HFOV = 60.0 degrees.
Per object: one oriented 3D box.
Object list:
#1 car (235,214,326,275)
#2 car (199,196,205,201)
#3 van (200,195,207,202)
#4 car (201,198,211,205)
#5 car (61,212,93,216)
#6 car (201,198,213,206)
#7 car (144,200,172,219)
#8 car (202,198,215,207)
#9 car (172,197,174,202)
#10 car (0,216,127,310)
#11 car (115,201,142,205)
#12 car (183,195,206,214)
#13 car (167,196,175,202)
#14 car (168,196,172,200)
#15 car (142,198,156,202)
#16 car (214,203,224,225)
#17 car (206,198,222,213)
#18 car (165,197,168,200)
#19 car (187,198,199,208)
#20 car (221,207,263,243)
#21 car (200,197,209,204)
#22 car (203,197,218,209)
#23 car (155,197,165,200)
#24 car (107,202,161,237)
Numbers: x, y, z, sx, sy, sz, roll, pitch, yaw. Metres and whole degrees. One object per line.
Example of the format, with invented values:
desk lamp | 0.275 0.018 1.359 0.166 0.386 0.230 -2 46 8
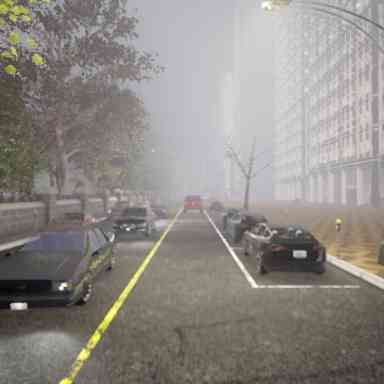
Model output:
car | 2.705 1.593 10.421 1.947 1.339 4.313 0 0 0
car | 2.812 1.910 94.905 1.802 1.307 4.206 0 0 0
van | 2.798 1.619 83.643 1.690 1.788 3.998 0 0 0
car | 2.776 1.792 66.744 1.802 1.307 4.206 0 0 0
car | -5.668 1.624 16.064 1.802 1.307 4.206 0 0 0
car | 2.769 1.740 61.112 2.008 1.369 4.403 0 0 0
car | -3.037 1.683 29.930 1.895 1.301 4.718 0 0 0
car | 2.762 1.719 55.480 2.008 1.369 4.403 0 0 0
car | -5.590 1.799 78.019 1.887 1.381 4.507 0 0 0
car | -3.108 1.569 8.332 2.033 1.411 5.357 0 0 -3
car | -5.653 1.514 27.330 1.967 1.590 4.097 0 0 0
car | 0.150 1.330 37.491 2.150 2.045 5.566 0 0 0
car | -5.576 1.827 89.114 1.752 1.417 4.829 0 0 0
car | -5.604 1.754 66.755 1.887 1.381 4.507 0 0 0
car | -5.639 1.635 38.425 1.752 1.417 4.829 0 0 0
car | 2.719 1.624 21.686 1.947 1.339 4.313 0 0 0
car | 2.741 1.655 38.584 1.887 1.381 4.507 0 0 0
car | -5.619 1.713 55.490 1.887 1.381 4.507 0 0 0
car | 0.157 1.661 51.842 1.837 1.490 4.892 0 0 0
car | 2.712 1.608 16.054 1.947 1.339 4.313 0 0 0
car | 2.784 1.814 72.376 1.802 1.307 4.206 0 0 0
car | 2.756 1.589 49.848 1.967 1.590 4.097 0 0 0
car | -5.625 1.588 49.858 1.967 1.590 4.097 0 0 0
car | -3.062 1.553 18.413 1.837 1.490 4.892 0 0 0
